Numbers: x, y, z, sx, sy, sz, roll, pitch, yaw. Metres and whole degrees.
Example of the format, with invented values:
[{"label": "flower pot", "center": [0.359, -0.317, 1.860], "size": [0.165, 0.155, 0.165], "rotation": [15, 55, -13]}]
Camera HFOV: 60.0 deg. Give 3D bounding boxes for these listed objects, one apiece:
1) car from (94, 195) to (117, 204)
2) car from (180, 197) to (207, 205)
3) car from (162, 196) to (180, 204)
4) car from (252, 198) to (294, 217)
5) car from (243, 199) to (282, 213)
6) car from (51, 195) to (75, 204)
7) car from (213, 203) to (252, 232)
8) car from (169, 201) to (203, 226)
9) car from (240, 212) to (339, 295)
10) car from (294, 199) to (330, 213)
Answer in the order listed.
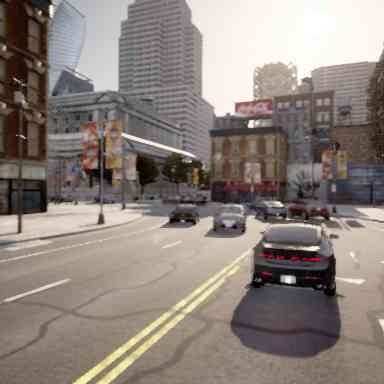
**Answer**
[{"label": "car", "center": [-15.439, 1.253, 59.279], "size": [4.553, 1.767, 2.097], "rotation": [0, 0, 35]}, {"label": "car", "center": [0.470, 1.610, 58.946], "size": [1.895, 1.301, 4.718], "rotation": [0, 0, -39]}, {"label": "car", "center": [-3.664, 1.506, 62.914], "size": [4.674, 1.452, 2.002], "rotation": [0, 0, 41]}, {"label": "car", "center": [6.654, 1.545, 28.560], "size": [2.128, 1.511, 4.902], "rotation": [1, 0, -1]}, {"label": "car", "center": [8.299, 1.615, 39.816], "size": [2.033, 1.411, 5.357], "rotation": [0, 0, -19]}, {"label": "car", "center": [-23.197, 1.388, 59.904], "size": [4.892, 1.490, 1.837], "rotation": [0, 0, 26]}, {"label": "car", "center": [2.385, 1.513, 20.135], "size": [2.128, 1.511, 4.902], "rotation": [1, 0, 10]}, {"label": "car", "center": [-0.444, 1.602, 23.971], "size": [1.895, 1.301, 4.718], "rotation": [0, 0, 4]}, {"label": "car", "center": [2.814, 1.527, 9.003], "size": [1.837, 1.490, 4.892], "rotation": [1, 0, 21]}, {"label": "car", "center": [10.134, 1.430, 29.096], "size": [2.097, 1.767, 4.553], "rotation": [0, 0, -4]}]
